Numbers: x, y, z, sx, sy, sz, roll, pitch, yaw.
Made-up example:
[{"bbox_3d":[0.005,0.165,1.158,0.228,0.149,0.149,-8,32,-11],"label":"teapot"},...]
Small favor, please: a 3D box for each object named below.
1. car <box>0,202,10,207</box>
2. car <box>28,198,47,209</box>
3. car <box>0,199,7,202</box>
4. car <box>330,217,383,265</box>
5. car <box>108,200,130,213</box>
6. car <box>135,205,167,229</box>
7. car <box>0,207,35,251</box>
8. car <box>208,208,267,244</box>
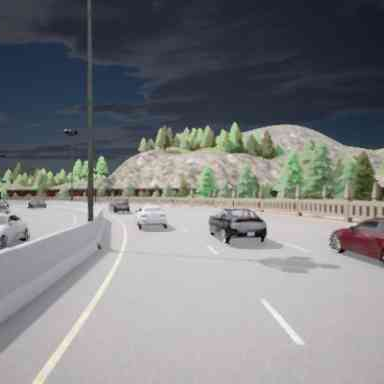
[{"bbox_3d":[-14.134,1.723,23.656,2.033,1.411,5.357,0,0,-16],"label":"car"},{"bbox_3d":[-24.751,1.792,53.271,2.097,1.767,4.553,0,0,-35],"label":"car"},{"bbox_3d":[-33.746,2.078,58.906,2.128,1.511,4.902,0,0,-42],"label":"car"},{"bbox_3d":[6.304,1.523,10.706,1.812,1.442,4.674,0,0,-6],"label":"car"},{"bbox_3d":[-8.679,1.703,39.520,2.128,1.511,4.902,0,0,-24],"label":"car"},{"bbox_3d":[-2.815,1.617,22.424,1.812,1.442,4.674,0,0,-13],"label":"car"},{"bbox_3d":[-8.481,1.619,14.334,1.812,1.442,4.674,0,0,-10],"label":"car"},{"bbox_3d":[2.036,1.529,16.052,2.128,1.511,4.902,0,0,-9],"label":"car"}]
